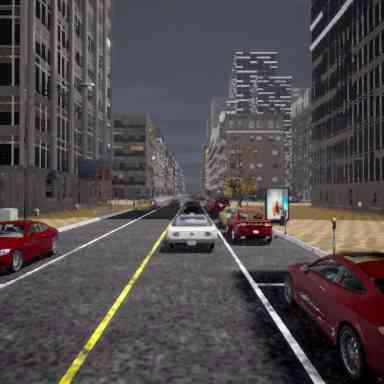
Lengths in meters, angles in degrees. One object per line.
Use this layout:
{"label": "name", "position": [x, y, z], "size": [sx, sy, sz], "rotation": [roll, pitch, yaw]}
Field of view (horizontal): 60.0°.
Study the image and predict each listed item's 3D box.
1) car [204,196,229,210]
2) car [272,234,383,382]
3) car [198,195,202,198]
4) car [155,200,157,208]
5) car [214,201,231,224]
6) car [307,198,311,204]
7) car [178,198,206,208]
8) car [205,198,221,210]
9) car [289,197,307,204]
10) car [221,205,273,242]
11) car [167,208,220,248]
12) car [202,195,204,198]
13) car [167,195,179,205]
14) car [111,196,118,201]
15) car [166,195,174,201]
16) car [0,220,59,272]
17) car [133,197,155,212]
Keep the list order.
{"label": "car", "position": [2.699, 1.320, 32.939], "size": [2.192, 1.841, 5.009], "rotation": [1, 0, 0]}
{"label": "car", "position": [2.697, 1.581, 5.142], "size": [1.802, 1.307, 4.206], "rotation": [1, 0, 0]}
{"label": "car", "position": [2.698, 1.570, 93.095], "size": [1.887, 1.381, 4.507], "rotation": [1, 0, 0]}
{"label": "car", "position": [-5.682, 1.448, 44.059], "size": [1.967, 1.590, 4.097], "rotation": [1, 0, 0]}
{"label": "car", "position": [2.698, 1.528, 21.990], "size": [1.752, 1.417, 4.829], "rotation": [1, 0, 0]}
{"label": "car", "position": [26.257, 2.017, 77.137], "size": [4.829, 1.417, 1.752], "rotation": [1, -1, 0]}
{"label": "car", "position": [0.000, 1.522, 29.650], "size": [1.837, 1.490, 4.892], "rotation": [0, 0, 0]}
{"label": "car", "position": [2.697, 1.553, 44.058], "size": [1.887, 1.381, 4.507], "rotation": [1, 0, 0]}
{"label": "car", "position": [20.847, 1.765, 68.784], "size": [4.097, 1.590, 1.967], "rotation": [1, -1, 0]}
{"label": "car", "position": [2.697, 1.546, 16.261], "size": [1.887, 1.381, 4.507], "rotation": [1, 0, 0]}
{"label": "car", "position": [0.000, 1.618, 14.680], "size": [1.895, 1.301, 4.718], "rotation": [0, 0, 0]}
{"label": "car", "position": [2.699, 1.322, 38.498], "size": [2.192, 1.841, 5.009], "rotation": [1, 0, 0]}
{"label": "car", "position": [-3.000, 1.614, 60.651], "size": [1.994, 1.385, 4.181], "rotation": [0, 0, 0]}
{"label": "car", "position": [-17.252, 1.275, 68.461], "size": [4.507, 1.381, 1.887], "rotation": [1, -1, 0]}
{"label": "car", "position": [-5.683, 1.548, 87.415], "size": [1.752, 1.417, 4.829], "rotation": [1, 0, 0]}
{"label": "car", "position": [-5.684, 1.582, 10.702], "size": [1.802, 1.307, 4.206], "rotation": [1, 0, 0]}
{"label": "car", "position": [-5.683, 1.532, 38.330], "size": [1.752, 1.417, 4.829], "rotation": [1, 0, 0]}
